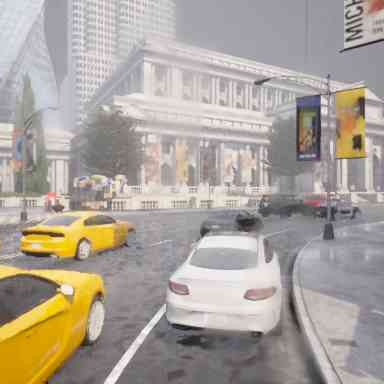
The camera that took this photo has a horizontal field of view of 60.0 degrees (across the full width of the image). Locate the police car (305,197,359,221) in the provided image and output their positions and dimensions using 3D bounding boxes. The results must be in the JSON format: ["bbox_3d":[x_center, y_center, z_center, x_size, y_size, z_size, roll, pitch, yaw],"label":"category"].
[{"bbox_3d":[11.983,1.427,27.548,5.238,1.638,1.930,0,0,-36],"label":"police car"}]

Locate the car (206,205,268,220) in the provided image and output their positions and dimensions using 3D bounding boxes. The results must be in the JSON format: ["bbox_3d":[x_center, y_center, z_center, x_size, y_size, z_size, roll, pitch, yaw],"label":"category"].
[{"bbox_3d":[2.115,1.563,16.900,1.994,1.385,4.181,0,0,31],"label":"car"}]

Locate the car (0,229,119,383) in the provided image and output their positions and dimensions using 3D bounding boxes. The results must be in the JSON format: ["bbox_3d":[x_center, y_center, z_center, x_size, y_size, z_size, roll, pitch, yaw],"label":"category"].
[{"bbox_3d":[-2.460,1.477,3.358,1.882,1.535,5.008,0,0,5],"label":"car"}]

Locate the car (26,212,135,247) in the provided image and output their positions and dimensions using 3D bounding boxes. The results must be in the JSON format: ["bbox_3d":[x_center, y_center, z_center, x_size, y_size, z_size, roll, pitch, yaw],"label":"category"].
[{"bbox_3d":[-3.912,1.476,12.400,1.882,1.535,5.008,0,0,19],"label":"car"}]

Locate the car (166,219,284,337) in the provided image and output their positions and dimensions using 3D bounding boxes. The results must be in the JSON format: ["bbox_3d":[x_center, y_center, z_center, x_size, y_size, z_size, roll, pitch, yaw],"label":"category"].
[{"bbox_3d":[0.836,1.525,6.696,1.812,1.442,4.674,0,0,13],"label":"car"}]

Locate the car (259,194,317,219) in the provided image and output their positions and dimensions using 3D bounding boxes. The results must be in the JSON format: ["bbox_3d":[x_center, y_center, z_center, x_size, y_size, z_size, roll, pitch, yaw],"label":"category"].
[{"bbox_3d":[8.206,1.222,29.103,5.566,2.045,2.150,0,0,-38],"label":"car"}]

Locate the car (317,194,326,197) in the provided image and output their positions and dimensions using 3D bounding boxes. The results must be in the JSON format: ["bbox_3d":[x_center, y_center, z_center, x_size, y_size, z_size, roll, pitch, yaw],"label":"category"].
[{"bbox_3d":[12.436,1.231,36.222,5.566,2.045,2.150,0,0,-29],"label":"car"}]
